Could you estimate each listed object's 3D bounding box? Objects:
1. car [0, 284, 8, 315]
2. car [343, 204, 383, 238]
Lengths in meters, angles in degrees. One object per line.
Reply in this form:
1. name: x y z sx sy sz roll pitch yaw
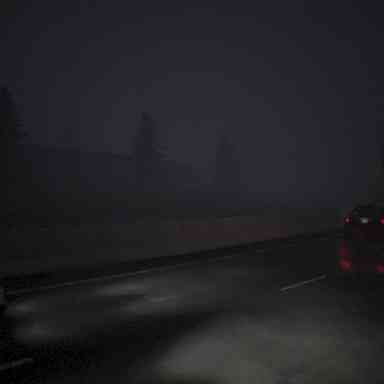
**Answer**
1. car: -5.160 1.601 4.397 4.718 1.301 1.895 0 0 -36
2. car: 9.504 1.391 16.866 4.553 1.767 2.097 0 0 -44
